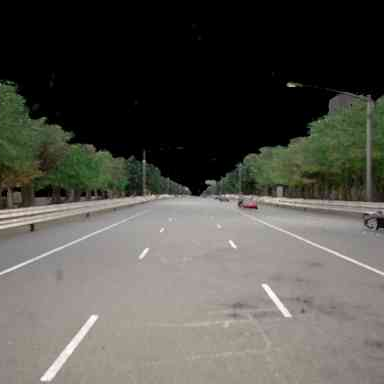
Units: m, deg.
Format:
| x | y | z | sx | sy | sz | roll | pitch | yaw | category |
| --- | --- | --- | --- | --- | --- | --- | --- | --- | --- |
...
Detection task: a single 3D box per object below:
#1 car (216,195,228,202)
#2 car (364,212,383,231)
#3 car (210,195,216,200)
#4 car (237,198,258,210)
| x | y | z | sx | sy | sz | roll | pitch | yaw | category |
| --- | --- | --- | --- | --- | --- | --- | --- | --- | --- |
| 7.015 | 1.460 | 74.091 | 1.812 | 1.442 | 4.674 | 0 | 0 | 0 | car |
| 11.631 | 1.509 | 17.932 | 2.128 | 1.511 | 4.902 | 0 | 0 | -17 | car |
| 7.089 | 1.620 | 95.123 | 1.895 | 1.301 | 4.718 | 0 | 0 | 0 | car |
| 7.187 | 1.522 | 43.316 | 1.994 | 1.385 | 4.181 | 0 | 0 | -2 | car |
